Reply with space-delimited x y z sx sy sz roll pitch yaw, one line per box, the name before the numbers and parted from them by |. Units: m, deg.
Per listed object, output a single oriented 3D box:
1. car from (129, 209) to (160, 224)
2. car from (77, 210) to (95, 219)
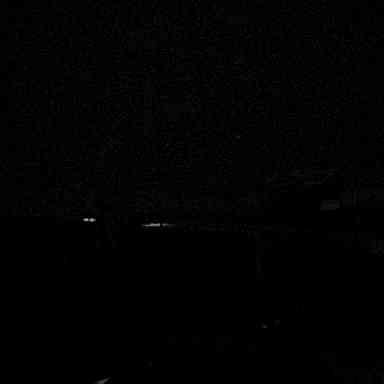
car | -5.183 2.606 35.691 1.812 1.442 4.674 -1 -2 -35
car | -16.409 3.484 51.568 1.994 1.385 4.181 -1 -2 -36
